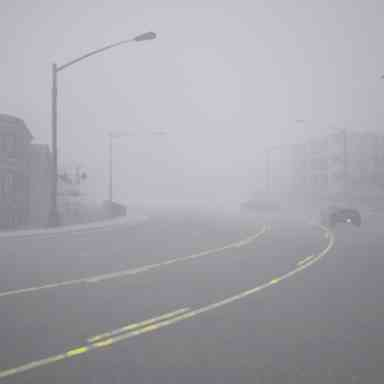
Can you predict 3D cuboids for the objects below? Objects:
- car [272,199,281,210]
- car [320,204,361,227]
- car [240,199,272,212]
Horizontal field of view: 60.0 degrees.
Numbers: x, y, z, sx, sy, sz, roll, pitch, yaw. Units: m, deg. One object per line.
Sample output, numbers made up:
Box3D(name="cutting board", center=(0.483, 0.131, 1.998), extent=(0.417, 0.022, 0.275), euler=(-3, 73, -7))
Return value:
Box3D(name="car", center=(10.575, 1.723, 46.647), extent=(2.128, 1.511, 4.902), euler=(0, 0, -16))
Box3D(name="car", center=(10.659, 1.620, 24.176), extent=(1.837, 1.490, 4.892), euler=(1, 0, 9))
Box3D(name="car", center=(7.946, 1.709, 43.217), extent=(2.128, 1.511, 4.902), euler=(0, 0, -16))
